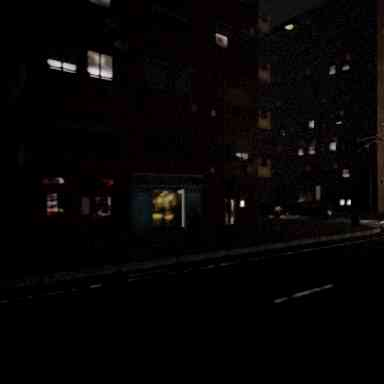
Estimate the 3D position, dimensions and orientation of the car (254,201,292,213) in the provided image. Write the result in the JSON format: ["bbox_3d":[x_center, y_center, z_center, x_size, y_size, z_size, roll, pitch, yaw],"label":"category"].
[{"bbox_3d":[10.037,1.815,41.559,1.947,1.339,4.313,-1,0,-37],"label":"car"}]

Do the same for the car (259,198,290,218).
[{"bbox_3d":[6.377,1.525,31.966,2.192,1.841,5.009,-1,0,-37],"label":"car"}]

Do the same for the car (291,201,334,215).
[{"bbox_3d":[13.351,1.760,37.086,1.802,1.307,4.206,-1,0,-37],"label":"car"}]

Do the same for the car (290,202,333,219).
[{"bbox_3d":[10.606,1.649,30.885,2.128,1.511,4.902,0,-1,-35],"label":"car"}]
